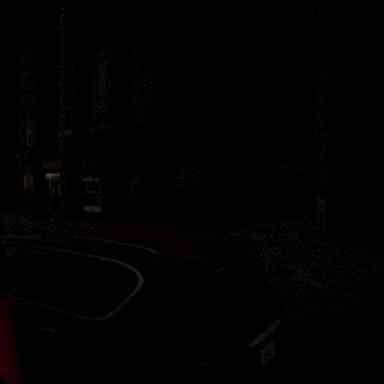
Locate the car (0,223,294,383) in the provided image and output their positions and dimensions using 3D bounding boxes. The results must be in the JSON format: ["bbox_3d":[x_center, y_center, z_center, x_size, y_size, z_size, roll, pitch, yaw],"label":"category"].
[{"bbox_3d":[-1.368,1.306,3.932,5.009,1.841,2.192,0,0,35],"label":"car"}]
